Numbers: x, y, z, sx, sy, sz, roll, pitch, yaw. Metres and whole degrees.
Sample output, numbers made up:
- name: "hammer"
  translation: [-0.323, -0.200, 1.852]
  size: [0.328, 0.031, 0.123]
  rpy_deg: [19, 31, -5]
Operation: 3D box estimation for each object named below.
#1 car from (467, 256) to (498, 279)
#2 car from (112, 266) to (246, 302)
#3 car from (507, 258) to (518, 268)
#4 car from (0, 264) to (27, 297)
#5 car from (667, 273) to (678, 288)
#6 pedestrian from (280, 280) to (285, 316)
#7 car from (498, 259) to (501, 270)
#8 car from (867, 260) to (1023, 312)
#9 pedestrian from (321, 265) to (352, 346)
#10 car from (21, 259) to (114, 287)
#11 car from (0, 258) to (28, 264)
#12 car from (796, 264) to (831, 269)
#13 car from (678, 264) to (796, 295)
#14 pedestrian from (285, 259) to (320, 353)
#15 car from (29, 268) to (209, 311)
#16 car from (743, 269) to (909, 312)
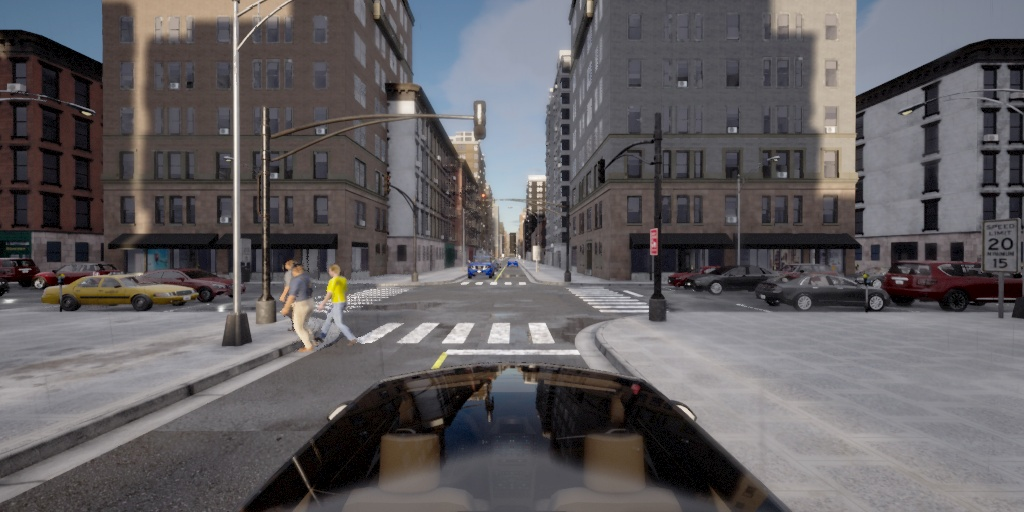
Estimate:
- name: "car"
  translation: [-2.791, 0.977, 33.448]
  size: [2.150, 2.045, 5.566]
  rpy_deg: [0, 0, 0]
- name: "car"
  translation: [-14.784, 1.282, 16.294]
  size: [4.674, 1.442, 1.812]
  rpy_deg: [0, 0, 0]
- name: "car"
  translation: [0.110, 1.247, 63.210]
  size: [1.882, 1.535, 5.008]
  rpy_deg: [0, 0, 0]
- name: "car"
  translation: [-26.136, 1.245, 16.344]
  size: [4.902, 1.511, 2.128]
  rpy_deg: [0, 0, 0]
- name: "car"
  translation: [11.806, 1.281, 21.734]
  size: [4.507, 1.381, 1.888]
  rpy_deg: [0, 0, 0]
- name: "pedestrian"
  translation: [-5.184, 0.892, 8.557]
  size: [0.375, 1.860, 0.375]
  rpy_deg: [0, 0, 0]
- name: "car"
  translation: [-2.760, 1.324, 46.161]
  size: [1.994, 1.385, 4.181]
  rpy_deg: [0, 0, 0]
- name: "car"
  translation: [17.194, 1.091, 13.695]
  size: [5.009, 1.841, 2.192]
  rpy_deg: [0, 0, 0]
- name: "pedestrian"
  translation: [-3.878, 1.043, 7.948]
  size: [0.375, 1.860, 0.375]
  rpy_deg: [0, 0, 0]
- name: "car"
  translation: [-26.363, 1.167, 21.835]
  size: [4.097, 1.591, 1.967]
  rpy_deg: [0, 0, 0]
- name: "car"
  translation: [-32.025, 1.041, 21.850]
  size: [5.009, 1.841, 2.192]
  rpy_deg: [0, 0, 0]
- name: "car"
  translation: [17.215, 1.177, 21.720]
  size: [4.097, 1.591, 1.967]
  rpy_deg: [0, 0, 0]
- name: "car"
  translation: [11.909, 1.253, 19.190]
  size: [4.892, 1.490, 1.837]
  rpy_deg: [0, 0, 0]
- name: "pedestrian"
  translation: [-4.285, 1.044, 7.340]
  size: [0.375, 1.860, 0.375]
  rpy_deg: [0, 0, 0]
- name: "car"
  translation: [-14.891, 1.294, 13.780]
  size: [4.829, 1.417, 1.751]
  rpy_deg: [0, 0, 0]
- name: "car"
  translation: [11.785, 1.325, 13.709]
  size: [4.403, 1.370, 2.007]
  rpy_deg: [0, 0, 0]
